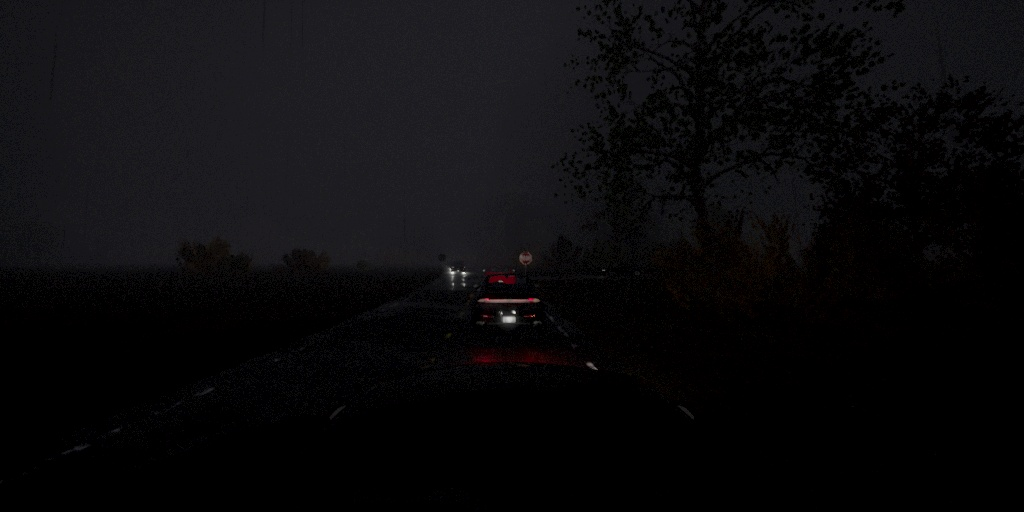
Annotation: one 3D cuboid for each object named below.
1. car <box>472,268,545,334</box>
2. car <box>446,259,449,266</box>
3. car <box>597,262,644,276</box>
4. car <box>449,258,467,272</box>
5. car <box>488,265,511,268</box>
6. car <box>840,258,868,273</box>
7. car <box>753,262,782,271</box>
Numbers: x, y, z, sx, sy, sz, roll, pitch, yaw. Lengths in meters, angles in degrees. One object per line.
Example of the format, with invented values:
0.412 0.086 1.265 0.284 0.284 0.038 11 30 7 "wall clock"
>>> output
-0.154 1.269 10.770 2.128 1.511 4.902 0 0 -2 "car"
-10.217 1.410 63.917 2.128 1.511 4.902 0 0 -11 "car"
11.551 1.393 38.243 4.892 1.490 1.837 0 0 -11 "car"
-7.253 1.383 48.355 1.837 1.490 4.892 0 0 -10 "car"
-0.818 1.289 22.735 1.882 1.535 5.008 0 0 -4 "car"
39.963 1.162 40.517 5.566 2.045 2.150 0 0 -10 "car"
28.759 1.422 41.550 4.902 1.511 2.128 0 0 -11 "car"
